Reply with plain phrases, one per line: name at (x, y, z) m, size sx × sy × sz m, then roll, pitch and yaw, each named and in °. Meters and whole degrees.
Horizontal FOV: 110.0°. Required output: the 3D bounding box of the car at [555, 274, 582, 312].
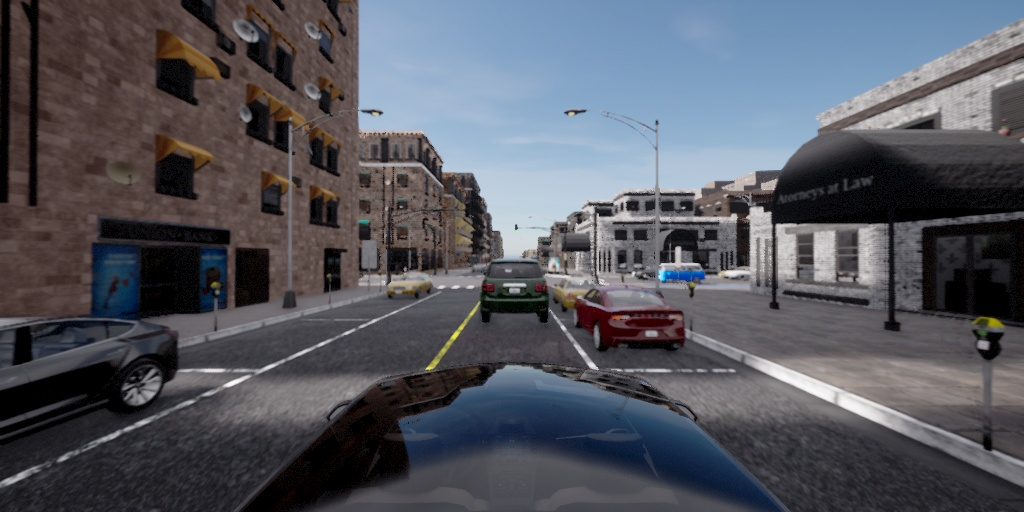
car at (2.701, 1.446, 14.995) m, size 1.751 × 1.417 × 4.829 m, roll 0°, pitch 0°, yaw 0°

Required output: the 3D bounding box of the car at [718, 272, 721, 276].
car at (25.516, 1.813, 39.731) m, size 4.829 × 1.417 × 1.751 m, roll 0°, pitch 0°, yaw 0°

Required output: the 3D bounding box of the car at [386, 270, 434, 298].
car at (-5.676, 1.522, 20.363) m, size 1.751 × 1.417 × 4.829 m, roll 0°, pitch 0°, yaw 0°

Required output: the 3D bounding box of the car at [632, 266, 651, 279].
car at (14.955, 1.735, 37.090) m, size 4.902 × 1.511 × 2.128 m, roll 0°, pitch 0°, yaw -2°

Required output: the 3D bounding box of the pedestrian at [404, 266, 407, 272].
pedestrian at (-12.597, 1.740, 42.430) m, size 0.500 × 1.100 × 0.500 m, roll 0°, pitch 0°, yaw 0°

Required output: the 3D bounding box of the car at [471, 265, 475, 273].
car at (-5.643, 2.071, 58.681) m, size 2.007 × 1.370 × 4.403 m, roll 0°, pitch 0°, yaw 0°

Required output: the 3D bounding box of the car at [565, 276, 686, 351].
car at (2.696, 1.391, 9.129) m, size 1.888 × 1.381 × 4.507 m, roll 0°, pitch 0°, yaw 0°

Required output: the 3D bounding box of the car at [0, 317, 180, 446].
car at (-5.690, 1.338, 3.445) m, size 1.948 × 1.339 × 4.313 m, roll 0°, pitch 0°, yaw 0°

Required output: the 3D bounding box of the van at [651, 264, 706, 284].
van at (14.680, 1.547, 31.280) m, size 3.998 × 1.789 × 1.690 m, roll 0°, pitch 0°, yaw 0°

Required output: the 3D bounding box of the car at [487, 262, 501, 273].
car at (-3.013, 1.916, 61.755) m, size 2.097 × 1.767 × 4.553 m, roll 0°, pitch -1°, yaw 0°

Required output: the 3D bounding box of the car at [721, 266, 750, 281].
car at (24.797, 1.870, 37.142) m, size 4.718 × 1.301 × 1.895 m, roll 0°, pitch 0°, yaw 0°

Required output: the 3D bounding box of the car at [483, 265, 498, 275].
car at (-3.053, 1.983, 51.584) m, size 1.994 × 1.385 × 4.181 m, roll 0°, pitch -1°, yaw 0°

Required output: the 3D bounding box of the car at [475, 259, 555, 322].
car at (0.103, 1.121, 13.082) m, size 2.150 × 2.045 × 5.566 m, roll 0°, pitch -1°, yaw 1°

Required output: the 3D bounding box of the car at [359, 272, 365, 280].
car at (-16.455, 1.758, 33.668) m, size 4.718 × 1.301 × 1.895 m, roll 0°, pitch 0°, yaw 0°
